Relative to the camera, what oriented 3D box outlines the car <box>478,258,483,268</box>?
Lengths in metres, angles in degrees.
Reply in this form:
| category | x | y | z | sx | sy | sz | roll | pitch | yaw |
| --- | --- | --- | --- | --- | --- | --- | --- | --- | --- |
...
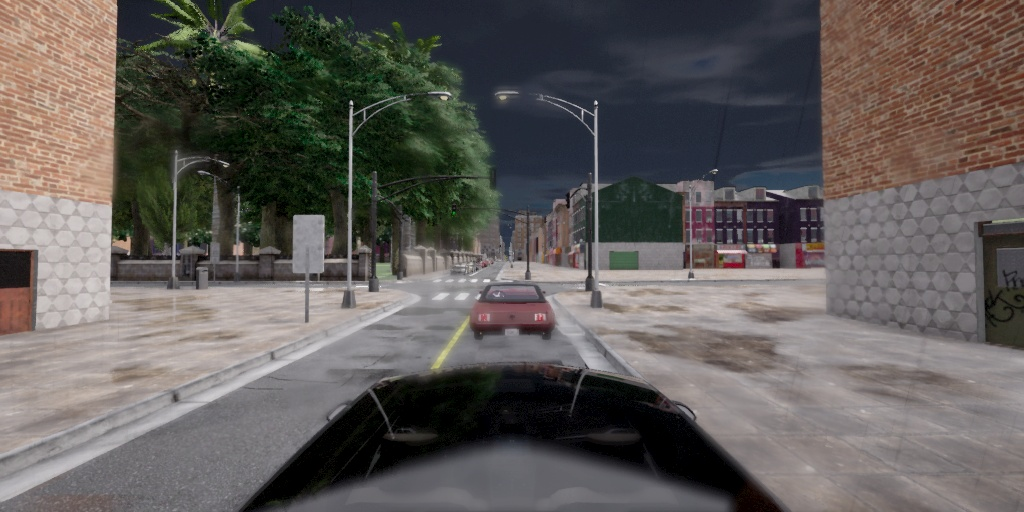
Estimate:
| category | x | y | z | sx | sy | sz | roll | pitch | yaw |
| --- | --- | --- | --- | --- | --- | --- | --- | --- | --- |
| car | -5.635 | 1.373 | 50.985 | 1.948 | 1.339 | 4.313 | 0 | 0 | 0 |

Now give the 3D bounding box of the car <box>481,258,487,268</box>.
| category | x | y | z | sx | sy | sz | roll | pitch | yaw |
| --- | --- | --- | --- | --- | --- | --- | --- | --- | --- |
| car | -5.730 | 1.419 | 61.884 | 1.802 | 1.307 | 4.207 | 0 | 0 | 0 |

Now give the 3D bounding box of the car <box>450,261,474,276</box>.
| category | x | y | z | sx | sy | sz | roll | pitch | yaw |
| --- | --- | --- | --- | --- | --- | --- | --- | --- | --- |
| car | -5.553 | 1.334 | 38.400 | 2.007 | 1.370 | 4.403 | 0 | 0 | 0 |

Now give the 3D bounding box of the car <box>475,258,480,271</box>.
| category | x | y | z | sx | sy | sz | roll | pitch | yaw |
| --- | --- | --- | --- | --- | --- | --- | --- | --- | --- |
| car | -5.588 | 1.346 | 45.535 | 2.007 | 1.370 | 4.403 | 0 | 0 | 0 |

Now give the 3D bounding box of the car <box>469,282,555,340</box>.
| category | x | y | z | sx | sy | sz | roll | pitch | yaw |
| --- | --- | --- | --- | --- | --- | --- | --- | --- | --- |
| car | 0.024 | 1.354 | 9.929 | 1.895 | 1.301 | 4.718 | 0 | 0 | 0 |
